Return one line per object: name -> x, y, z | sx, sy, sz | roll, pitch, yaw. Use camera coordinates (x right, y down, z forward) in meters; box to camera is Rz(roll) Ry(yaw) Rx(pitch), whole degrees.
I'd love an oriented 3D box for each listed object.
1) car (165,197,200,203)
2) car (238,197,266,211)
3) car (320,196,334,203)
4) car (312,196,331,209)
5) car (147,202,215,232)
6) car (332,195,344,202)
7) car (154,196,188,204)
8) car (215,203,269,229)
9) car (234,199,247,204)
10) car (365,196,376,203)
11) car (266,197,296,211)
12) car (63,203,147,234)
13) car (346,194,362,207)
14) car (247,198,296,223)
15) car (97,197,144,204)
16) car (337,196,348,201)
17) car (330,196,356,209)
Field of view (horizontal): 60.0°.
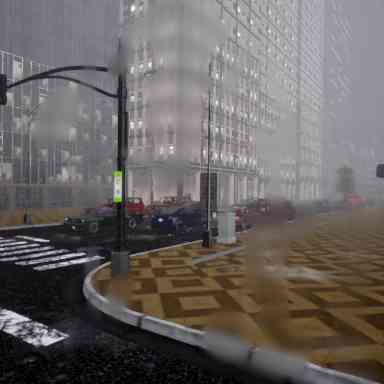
car -> 0.310, 1.485, 27.447 | 1.882, 1.535, 5.008 | 1, 1, 35
car -> 7.692, 1.431, 42.270 | 1.967, 1.590, 4.097 | 1, 0, 35
car -> 29.867, 1.617, 73.524 | 1.802, 1.307, 4.206 | 1, 1, 35
car -> 19.020, 1.651, 48.793 | 1.994, 1.385, 4.181 | 1, 1, 35
car -> -0.663, 1.607, 20.964 | 1.994, 1.385, 4.181 | 1, 1, 35
car -> 36.175, 1.571, 82.444 | 1.752, 1.417, 4.829 | 1, 1, 35
car -> -1.810, 1.284, 28.941 | 2.192, 1.841, 5.009 | 1, 0, 35
car -> 3.256, 1.668, 22.015 | 1.802, 1.307, 4.206 | 1, 0, 35
car -> 5.770, 1.511, 35.163 | 2.128, 1.511, 4.902 | 1, 1, 35
car -> 39.504, 1.598, 73.504 | 1.967, 1.590, 4.097 | 1, 1, 35
car -> 11.719, 1.525, 43.502 | 2.128, 1.511, 4.902 | 1, 1, 36
car -> -5.132, 1.595, 19.724 | 1.895, 1.301, 4.718 | 1, 1, 35
car -> 25.422, 1.366, 52.858 | 2.150, 2.045, 5.566 | 1, 1, 35
car -> 6.745, 1.409, 26.944 | 2.192, 1.841, 5.009 | 1, 0, 35
car -> -5.465, 1.275, 23.771 | 2.192, 1.841, 5.009 | 1, 0, 35
car -> 39.460, 1.624, 87.091 | 1.947, 1.339, 4.313 | 1, 1, 35
car -> 21.394, 1.656, 47.096 | 1.812, 1.442, 4.674 | 1, 1, 35
